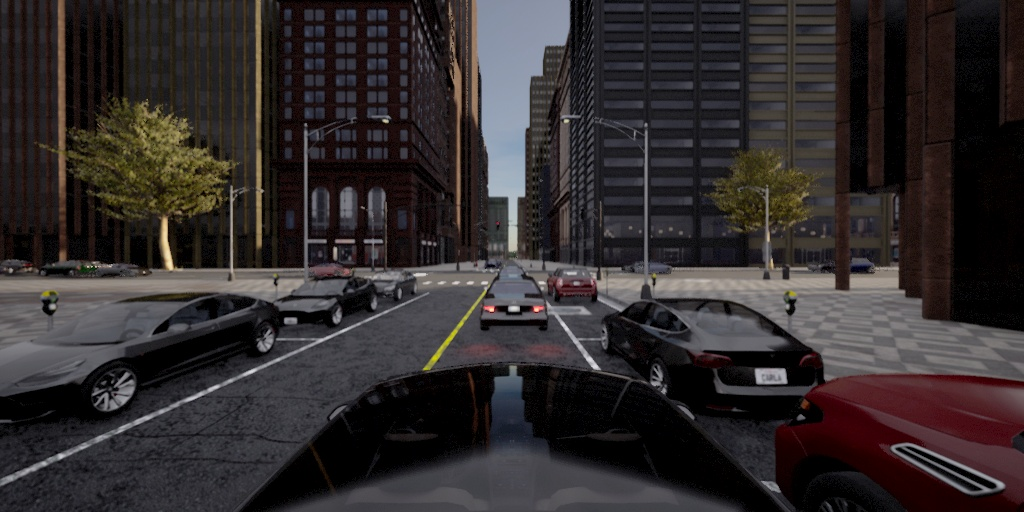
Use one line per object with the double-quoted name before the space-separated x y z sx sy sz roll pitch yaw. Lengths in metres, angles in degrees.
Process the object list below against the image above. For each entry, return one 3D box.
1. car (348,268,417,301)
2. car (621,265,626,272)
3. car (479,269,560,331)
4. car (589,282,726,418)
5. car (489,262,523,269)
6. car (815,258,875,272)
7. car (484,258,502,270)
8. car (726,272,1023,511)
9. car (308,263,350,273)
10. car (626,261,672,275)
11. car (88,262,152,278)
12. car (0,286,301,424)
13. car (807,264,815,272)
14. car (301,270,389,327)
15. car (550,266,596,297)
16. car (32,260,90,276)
"car" -5.771 1.303 17.160 2.007 1.370 4.403 0 0 0
"car" 14.993 1.259 42.031 4.181 1.385 1.994 0 0 0
"car" 0.059 1.298 10.999 2.033 1.411 5.357 0 0 0
"car" 2.760 1.316 5.893 1.948 1.339 4.313 0 0 0
"car" -0.010 1.300 21.072 2.033 1.411 5.357 0 0 0
"car" 36.275 1.017 38.822 4.553 1.767 2.097 0 0 0
"car" -3.082 1.128 54.644 2.097 1.767 4.553 0 0 0
"car" 2.762 1.065 0.257 2.192 1.841 5.009 0 0 0
"car" -17.747 1.371 35.244 4.181 1.385 1.994 0 0 0
"car" 14.973 1.274 38.780 4.181 1.385 1.994 0 0 0
"car" -38.111 1.428 35.201 4.181 1.385 1.994 0 0 0
"car" -5.765 1.316 5.887 1.948 1.339 4.313 0 0 0
"car" 37.617 1.248 42.076 4.718 1.301 1.895 0 0 0
"car" -5.768 1.317 11.523 1.948 1.339 4.313 0 0 0
"car" 2.755 1.192 17.165 1.967 1.591 4.097 0 0 0
"car" -47.682 1.229 38.563 4.553 1.767 2.097 0 0 0
